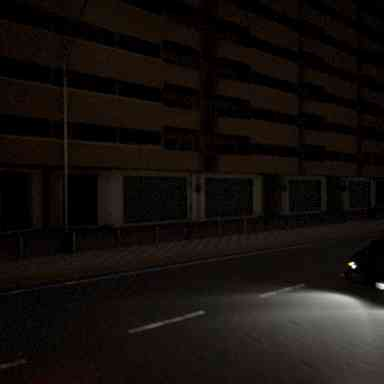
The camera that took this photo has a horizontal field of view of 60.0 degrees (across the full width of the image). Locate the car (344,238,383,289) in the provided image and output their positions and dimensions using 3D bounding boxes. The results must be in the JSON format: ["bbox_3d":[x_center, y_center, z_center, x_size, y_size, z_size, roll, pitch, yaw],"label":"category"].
[{"bbox_3d":[5.978,1.479,8.217,5.357,1.411,2.033,-1,0,-36],"label":"car"}]
